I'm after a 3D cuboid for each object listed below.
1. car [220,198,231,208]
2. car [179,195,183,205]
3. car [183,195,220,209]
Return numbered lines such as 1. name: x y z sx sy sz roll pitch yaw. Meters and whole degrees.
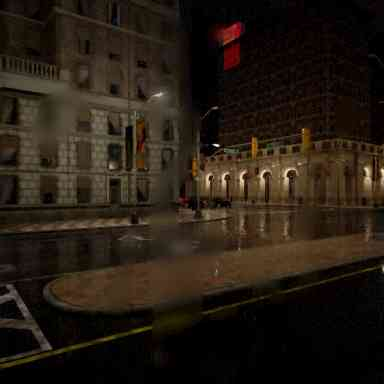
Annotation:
1. car: 3.530 1.478 47.803 1.882 1.535 5.008 0 0 -36
2. car: -2.212 1.352 55.901 2.097 1.767 4.553 0 0 -35
3. car: 1.234 1.352 44.999 2.097 1.767 4.553 0 0 -35
